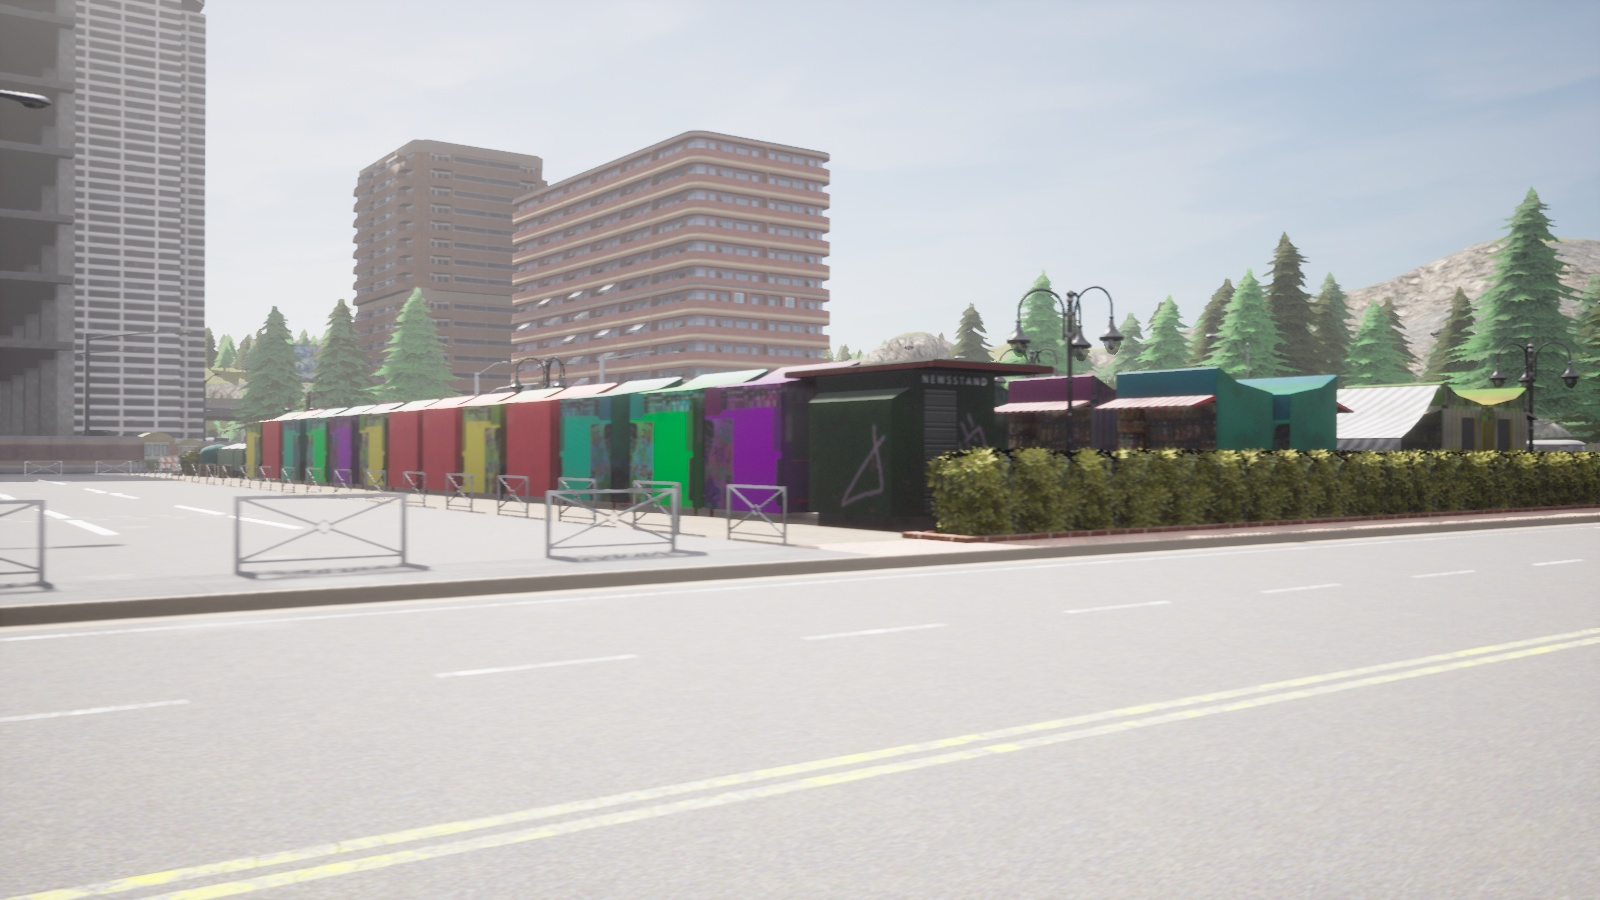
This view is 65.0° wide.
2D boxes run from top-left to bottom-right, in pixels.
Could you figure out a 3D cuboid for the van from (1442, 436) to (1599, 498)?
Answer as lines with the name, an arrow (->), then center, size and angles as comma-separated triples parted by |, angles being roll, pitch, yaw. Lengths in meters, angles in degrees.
van -> 24.435, 0.550, 42.537 | 1.775, 1.987, 4.442 | 0, 0, -36
